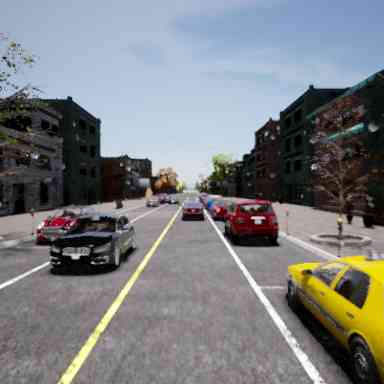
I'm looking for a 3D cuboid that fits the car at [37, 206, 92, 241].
[{"bbox_3d":[-5.706,1.420,15.828,1.967,1.590,4.097,-1,0,0],"label":"car"}]

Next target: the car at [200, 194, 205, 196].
[{"bbox_3d":[2.643,1.501,54.677,1.802,1.307,4.206,-1,0,0],"label":"car"}]

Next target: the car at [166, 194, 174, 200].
[{"bbox_3d":[-5.767,1.311,87.957,1.967,1.590,4.097,-1,0,0],"label":"car"}]

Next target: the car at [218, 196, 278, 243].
[{"bbox_3d":[2.672,1.291,15.837,2.192,1.841,5.009,-1,0,0],"label":"car"}]

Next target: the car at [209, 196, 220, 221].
[{"bbox_3d":[2.664,1.401,26.934,1.967,1.590,4.097,-1,0,0],"label":"car"}]

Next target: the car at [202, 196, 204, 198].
[{"bbox_3d":[2.652,1.480,43.580,1.887,1.381,4.507,-1,0,0],"label":"car"}]

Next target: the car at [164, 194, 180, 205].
[{"bbox_3d":[-3.093,1.409,56.520,2.128,1.511,4.902,0,0,1],"label":"car"}]

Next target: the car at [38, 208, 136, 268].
[{"bbox_3d":[-3.102,1.491,11.276,1.837,1.490,4.892,0,0,0],"label":"car"}]

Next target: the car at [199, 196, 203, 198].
[{"bbox_3d":[0.066,1.537,43.536,1.895,1.301,4.718,0,0,0],"label":"car"}]

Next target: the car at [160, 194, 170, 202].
[{"bbox_3d":[-5.753,1.337,71.312,1.967,1.590,4.097,-1,0,0],"label":"car"}]

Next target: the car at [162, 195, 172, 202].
[{"bbox_3d":[-5.757,1.433,76.861,1.887,1.381,4.507,-1,0,0],"label":"car"}]

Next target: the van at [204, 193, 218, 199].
[{"bbox_3d":[2.654,1.285,38.031,1.690,1.788,3.998,-1,0,0],"label":"van"}]

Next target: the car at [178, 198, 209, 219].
[{"bbox_3d":[0.086,1.507,28.293,2.033,1.411,5.357,0,0,0],"label":"car"}]

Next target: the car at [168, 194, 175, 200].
[{"bbox_3d":[-5.771,1.407,93.506,1.887,1.381,4.507,-1,0,0],"label":"car"}]

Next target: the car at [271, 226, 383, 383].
[{"bbox_3d":[2.684,1.517,4.911,1.752,1.417,4.829,-1,0,0],"label":"car"}]

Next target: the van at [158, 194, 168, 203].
[{"bbox_3d":[-5.750,1.247,65.764,1.690,1.788,3.998,-1,0,0],"label":"van"}]

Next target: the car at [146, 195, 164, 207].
[{"bbox_3d":[-5.733,1.481,49.119,2.008,1.369,4.403,-1,0,0],"label":"car"}]

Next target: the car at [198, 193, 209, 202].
[{"bbox_3d":[2.622,1.201,76.870,2.192,1.841,5.009,-1,0,0],"label":"car"}]
